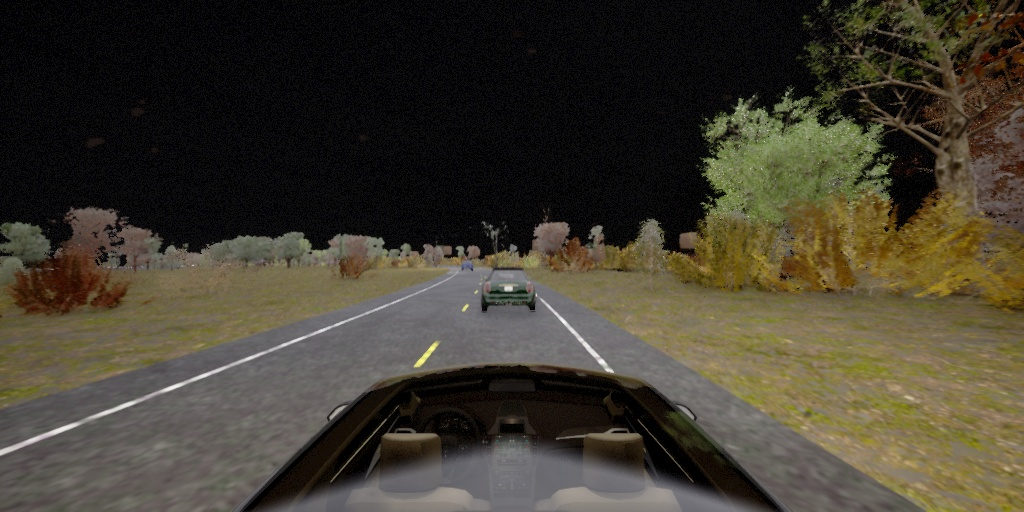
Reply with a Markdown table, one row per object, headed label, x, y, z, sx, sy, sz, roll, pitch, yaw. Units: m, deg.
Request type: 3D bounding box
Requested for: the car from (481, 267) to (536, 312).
| label | x | y | z | sx | sy | sz | roll | pitch | yaw |
| --- | --- | --- | --- | --- | --- | --- | --- | --- | --- |
| car | -0.184 | 1.252 | 15.337 | 2.097 | 1.767 | 4.553 | 0 | -1 | -2 |
